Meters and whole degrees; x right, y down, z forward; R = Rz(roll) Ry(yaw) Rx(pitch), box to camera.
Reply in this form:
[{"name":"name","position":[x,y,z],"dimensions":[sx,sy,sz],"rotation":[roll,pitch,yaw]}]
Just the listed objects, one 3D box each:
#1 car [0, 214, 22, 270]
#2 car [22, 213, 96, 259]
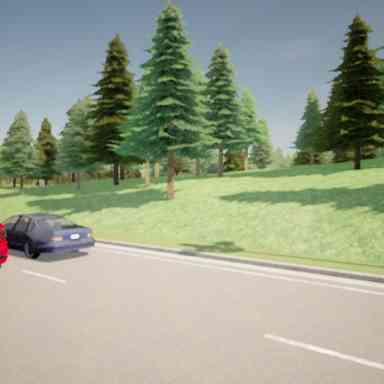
[{"name":"car","position":[-7.164,1.185,9.012],"dimensions":[5.566,2.045,2.150],"rotation":[0,0,36]},{"name":"car","position":[-5.905,1.507,12.418],"dimensions":[5.357,1.411,2.033],"rotation":[0,0,35]}]
